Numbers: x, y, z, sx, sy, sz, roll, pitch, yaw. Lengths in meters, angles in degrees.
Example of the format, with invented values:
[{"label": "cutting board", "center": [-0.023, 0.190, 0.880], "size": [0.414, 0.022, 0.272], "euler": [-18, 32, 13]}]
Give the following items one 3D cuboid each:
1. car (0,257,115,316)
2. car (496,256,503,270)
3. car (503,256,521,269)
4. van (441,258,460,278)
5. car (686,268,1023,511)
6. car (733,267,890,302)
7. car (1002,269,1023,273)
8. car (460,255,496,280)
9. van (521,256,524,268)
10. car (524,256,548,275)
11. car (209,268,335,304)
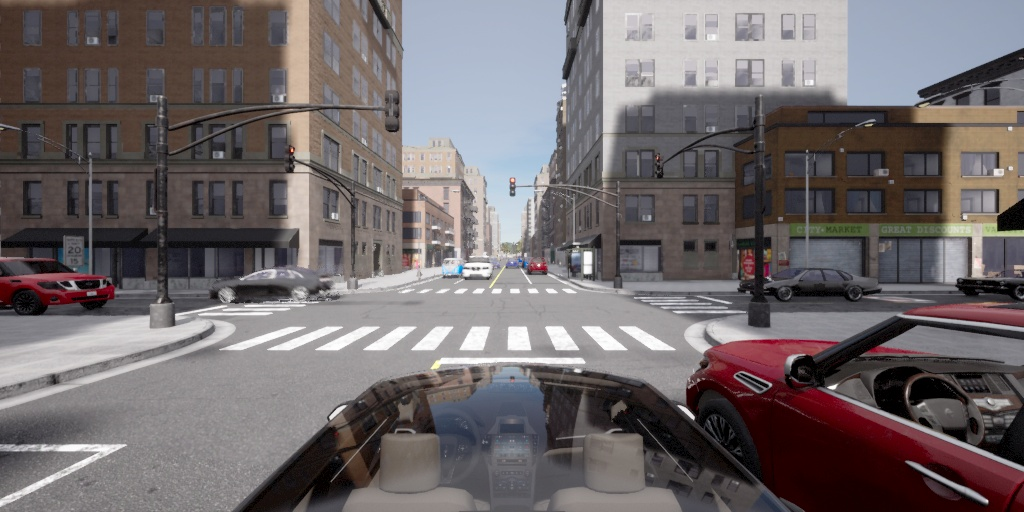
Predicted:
[{"label": "car", "center": [-18.199, 1.044, 13.163], "size": [5.566, 2.045, 2.150], "euler": [0, 0, 0]}, {"label": "car", "center": [-2.821, 1.094, 53.780], "size": [2.097, 1.767, 4.553], "euler": [0, 0, 0]}, {"label": "car", "center": [0.048, 1.094, 57.998], "size": [2.097, 1.767, 4.553], "euler": [0, 0, 1]}, {"label": "van", "center": [-5.408, 1.087, 33.253], "size": [1.690, 1.789, 3.998], "euler": [0, 0, 0]}, {"label": "car", "center": [2.637, 1.065, 1.289], "size": [2.192, 1.841, 5.009], "euler": [0, 0, 0]}, {"label": "car", "center": [13.289, 1.232, 16.162], "size": [5.357, 1.411, 2.033], "euler": [0, 0, 0]}, {"label": "car", "center": [23.278, 1.243, 16.176], "size": [4.718, 1.301, 1.895], "euler": [0, 0, 0]}, {"label": "car", "center": [-2.851, 0.968, 30.978], "size": [2.150, 2.045, 5.566], "euler": [0, 0, 0]}, {"label": "van", "center": [2.689, 1.084, 54.879], "size": [1.690, 1.789, 3.998], "euler": [0, 0, 0]}, {"label": "car", "center": [2.704, 1.060, 38.660], "size": [2.192, 1.841, 5.009], "euler": [0, 0, 0]}, {"label": "car", "center": [-10.692, 1.277, 16.198], "size": [4.902, 1.511, 2.128], "euler": [0, 1, -9]}]
